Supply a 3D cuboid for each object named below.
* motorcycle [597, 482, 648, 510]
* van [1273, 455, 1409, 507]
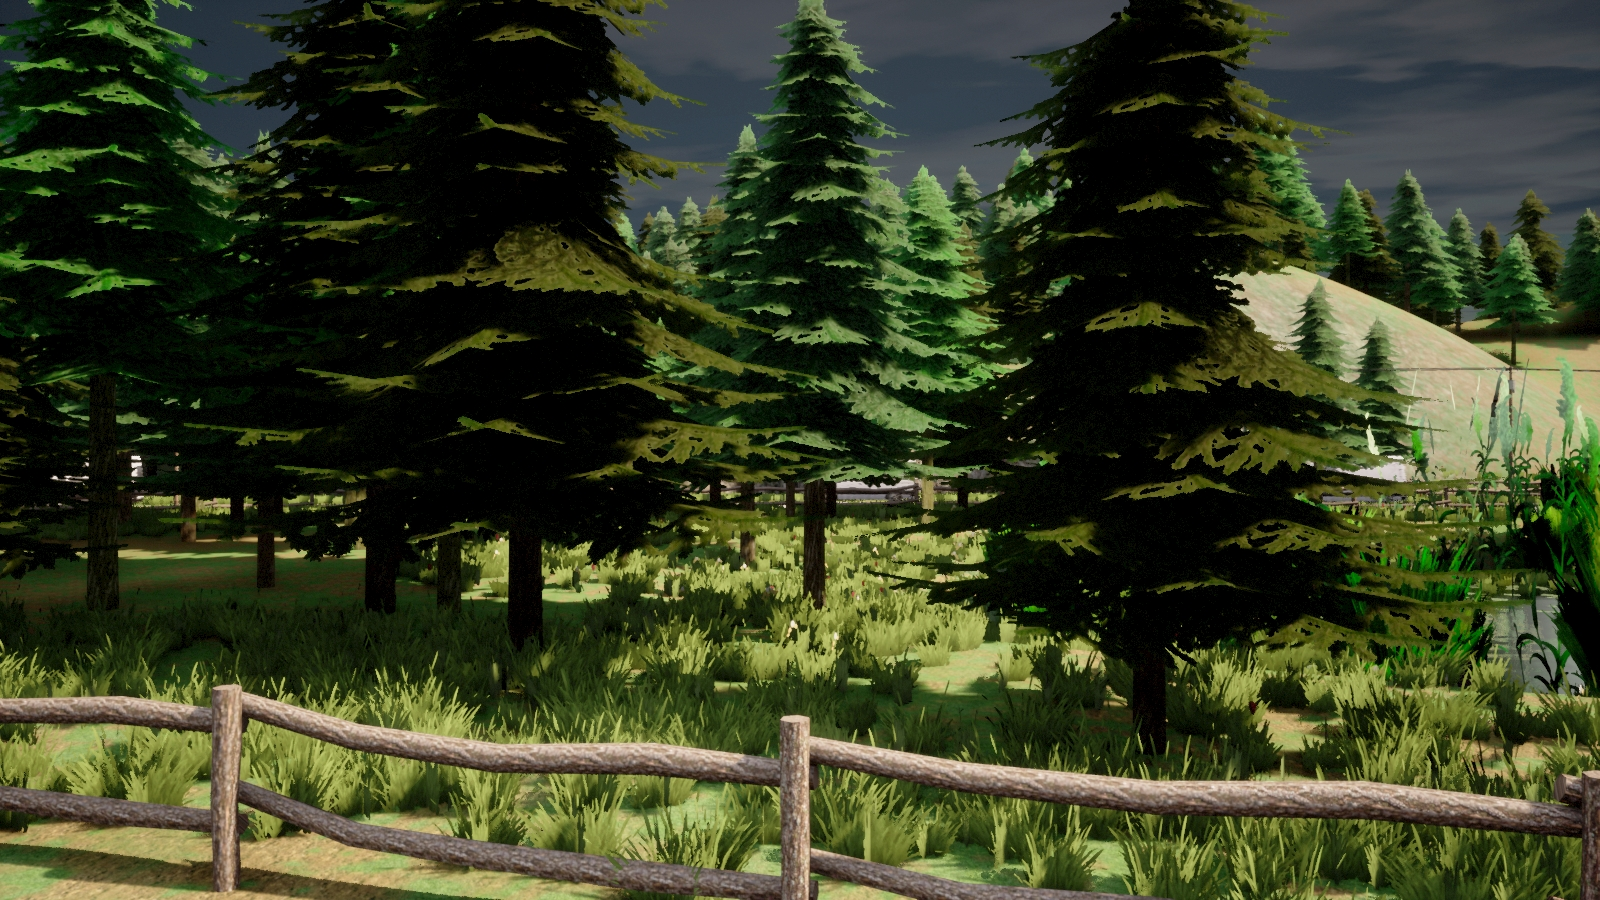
[{"bbox_3d":[-8.404,2.178,54.100,2.209,1.251,0.867,0,0,14],"label":"motorcycle"},{"bbox_3d":[27.328,1.534,57.881,5.915,2.561,1.988,0,0,7],"label":"van"}]
